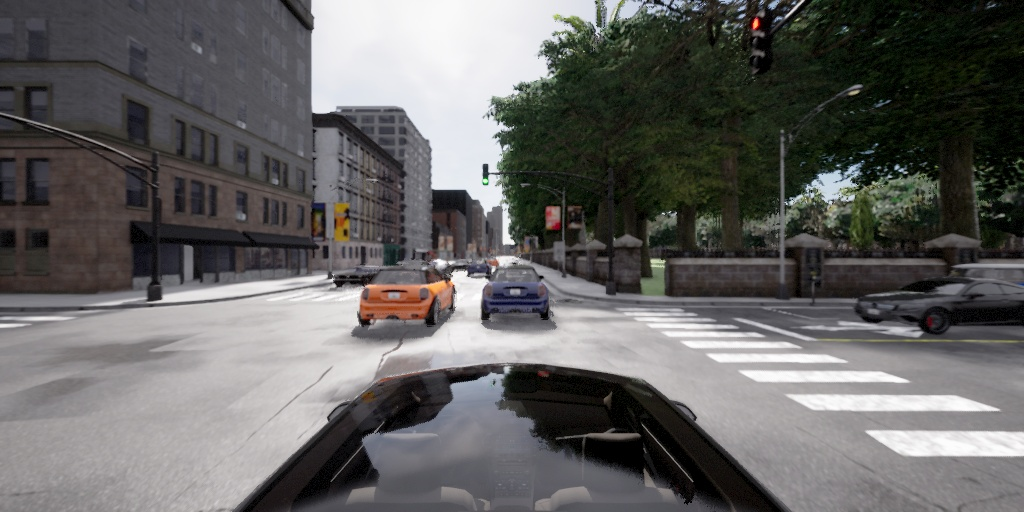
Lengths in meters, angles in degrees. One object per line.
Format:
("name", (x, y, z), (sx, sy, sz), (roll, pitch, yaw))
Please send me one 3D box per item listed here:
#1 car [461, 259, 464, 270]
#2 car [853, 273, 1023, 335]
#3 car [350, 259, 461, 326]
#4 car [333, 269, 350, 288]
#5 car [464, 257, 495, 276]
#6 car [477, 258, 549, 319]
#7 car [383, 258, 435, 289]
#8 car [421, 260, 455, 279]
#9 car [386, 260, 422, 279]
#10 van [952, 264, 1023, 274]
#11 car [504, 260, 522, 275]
("car", (-6.577, 1.165, 46.702), (1.837, 1.490, 4.892), (0, 0, 0))
("car", (12.598, 1.334, 10.232), (4.674, 1.442, 1.812), (0, 0, -1))
("car", (-3.150, 1.081, 11.710), (2.097, 1.767, 4.553), (0, 0, 0))
("car", (-9.847, 1.312, 23.664), (1.895, 1.301, 4.718), (0, 0, 0))
("car", (-3.158, 1.036, 35.668), (2.097, 1.767, 4.553), (0, 0, 0))
("car", (0.097, 1.084, 12.776), (2.097, 1.767, 4.553), (0, 0, 0))
("car", (-6.596, 1.063, 23.580), (2.097, 1.767, 4.553), (0, 0, 0))
("car", (-6.597, 1.183, 32.603), (2.128, 1.511, 4.902), (0, 0, 0))
("car", (-9.847, 1.195, 32.978), (1.837, 1.490, 4.892), (0, 0, 0))
("van", (17.923, 1.168, 12.728), (3.998, 1.789, 1.690), (0, 0, 1))
("car", (0.091, 1.204, 38.246), (1.812, 1.442, 4.674), (0, 0, 0))
